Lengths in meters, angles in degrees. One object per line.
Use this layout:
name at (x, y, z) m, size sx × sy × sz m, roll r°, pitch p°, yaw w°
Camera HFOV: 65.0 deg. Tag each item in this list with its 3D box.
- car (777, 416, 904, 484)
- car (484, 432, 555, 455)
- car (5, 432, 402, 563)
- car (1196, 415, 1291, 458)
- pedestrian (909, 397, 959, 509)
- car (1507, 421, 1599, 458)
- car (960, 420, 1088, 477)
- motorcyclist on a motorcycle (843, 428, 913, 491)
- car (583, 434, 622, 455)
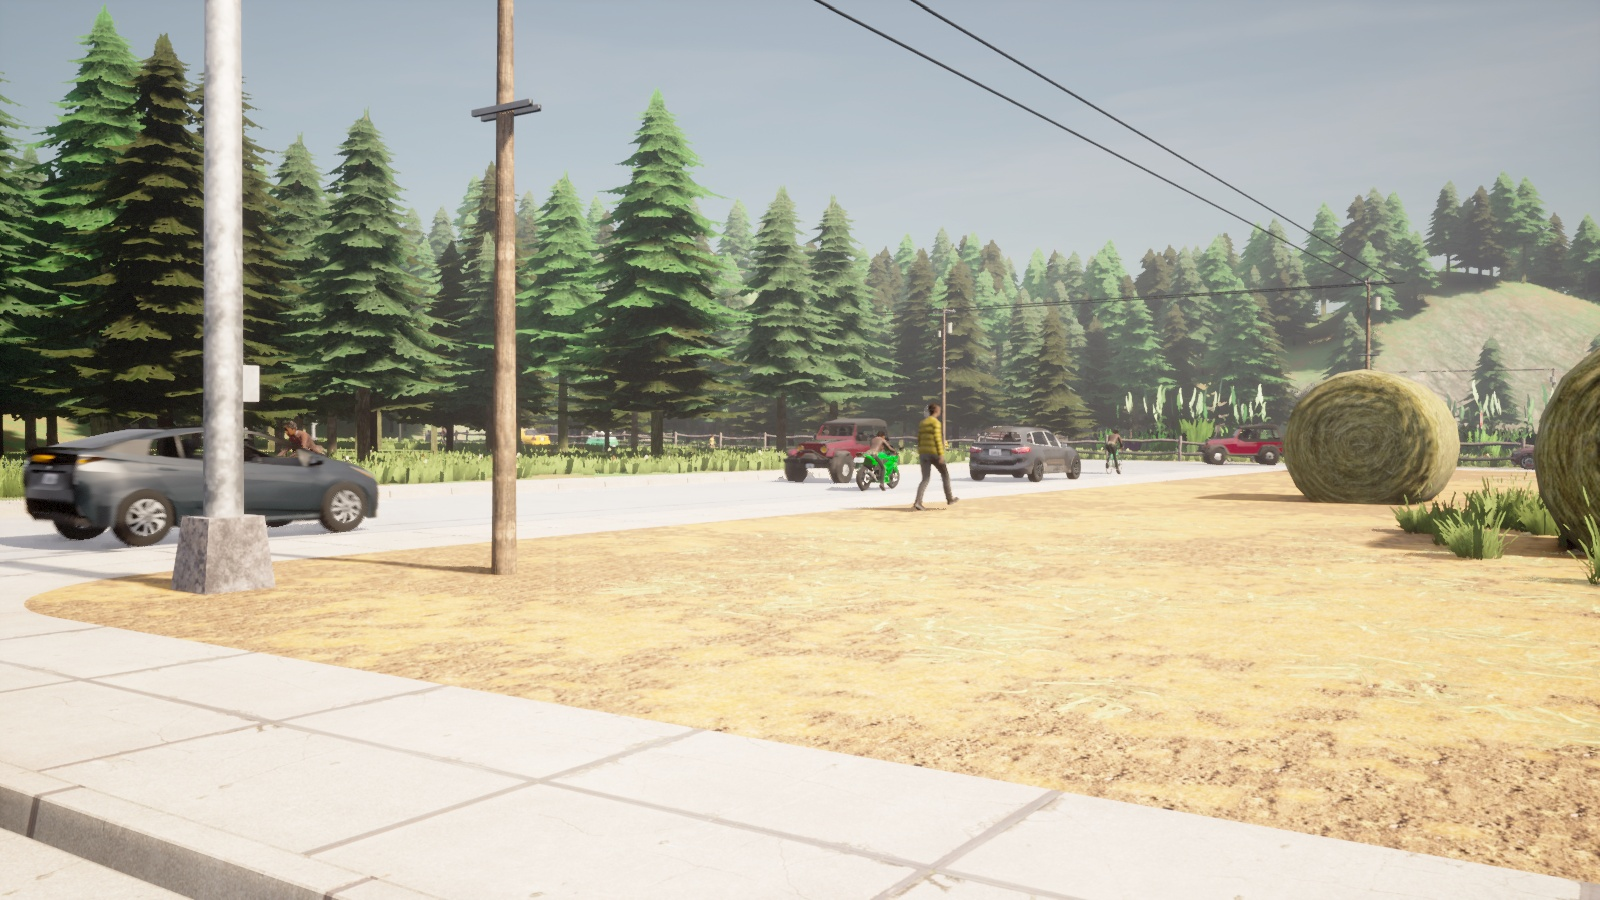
car at (1.244, -0.032, 36.931) m, size 1.905 × 1.878 × 3.866 m, roll 0°, pitch 1°, yaw 35°
car at (-20.105, -0.477, 89.932) m, size 5.366 × 1.575 × 1.801 m, roll 0°, pitch 1°, yaw 36°
car at (-8.025, 0.537, 17.315) m, size 2.007 × 1.525 × 4.514 m, roll 0°, pitch 1°, yaw 35°
car at (20.420, -0.622, 57.985) m, size 3.866 × 1.878 × 1.905 m, roll -1°, pitch 1°, yaw 10°
pedestrian at (2.238, 0.044, 21.007) m, size 0.709 × 1.840 × 0.431 m, roll -1°, pitch 1°, yaw -38°
car at (31.697, -0.434, 51.316) m, size 4.674 × 1.442 × 1.812 m, roll 0°, pitch 1°, yaw 37°
car at (7.062, -0.090, 39.193) m, size 2.242 × 1.667 × 4.611 m, roll 0°, pitch 1°, yaw 34°
motorcyclist on a motorcycle at (1.998, 0.224, 31.863) m, size 0.797 × 1.523 × 2.044 m, roll 0°, pitch 1°, yaw 35°
car at (-13.386, -0.368, 85.085) m, size 2.207 × 1.376 × 1.481 m, roll 0°, pitch 1°, yaw 36°
